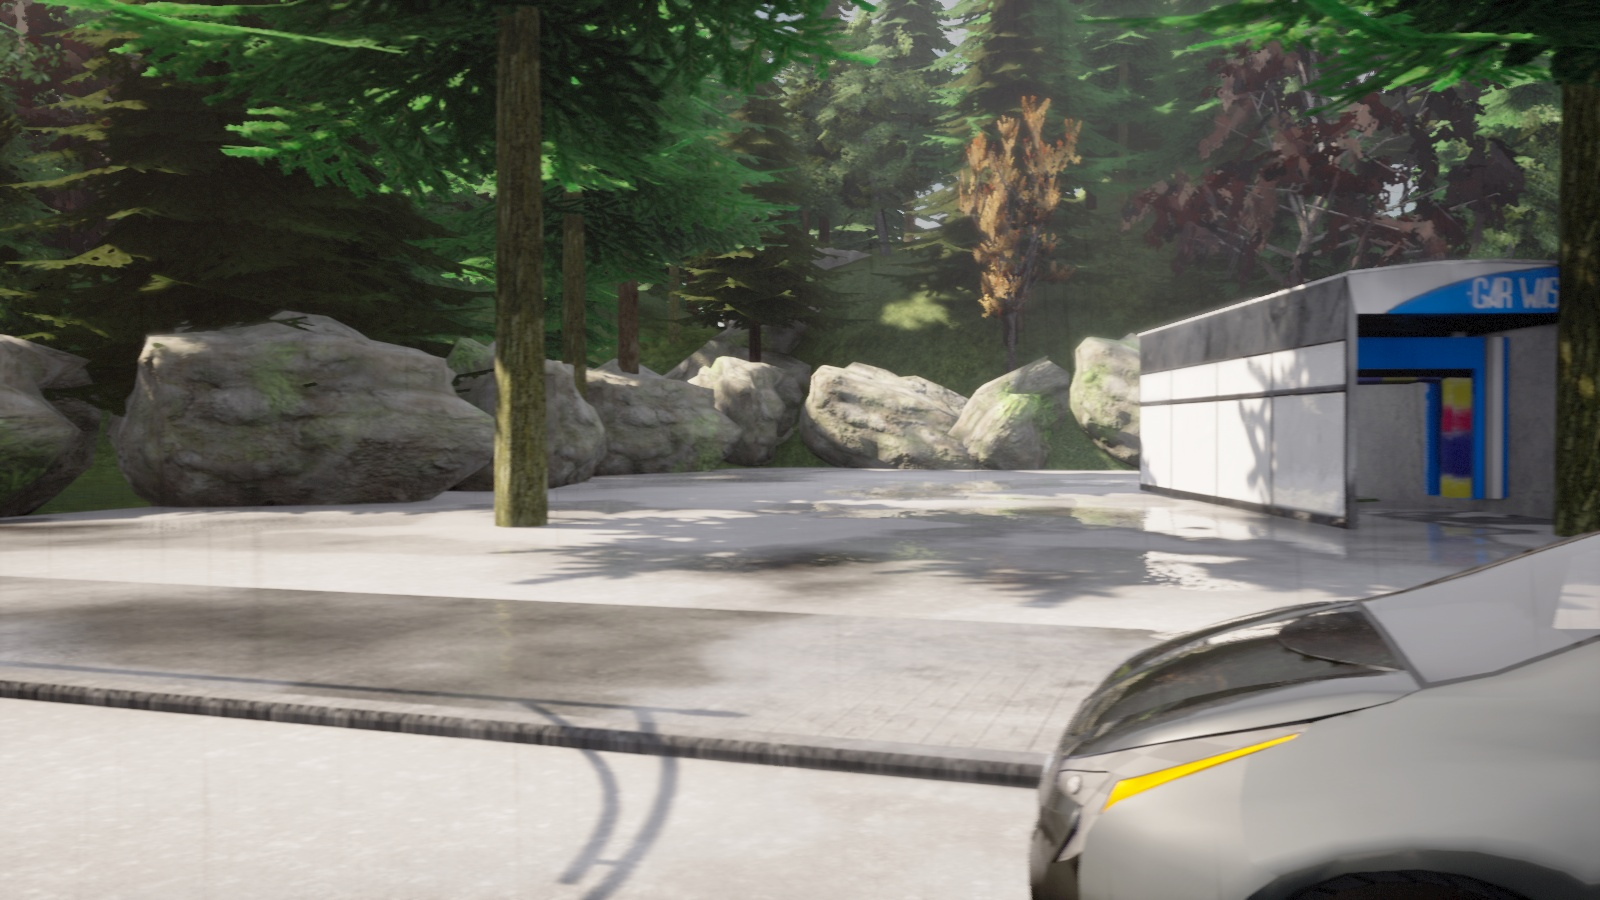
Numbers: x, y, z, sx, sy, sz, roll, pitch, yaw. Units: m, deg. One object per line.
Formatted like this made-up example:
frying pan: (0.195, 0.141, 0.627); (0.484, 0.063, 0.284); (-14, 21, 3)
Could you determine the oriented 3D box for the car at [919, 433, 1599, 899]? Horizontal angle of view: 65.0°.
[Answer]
car: (2.705, 0.740, 2.809); (4.514, 1.525, 2.007); (1, 1, 19)
